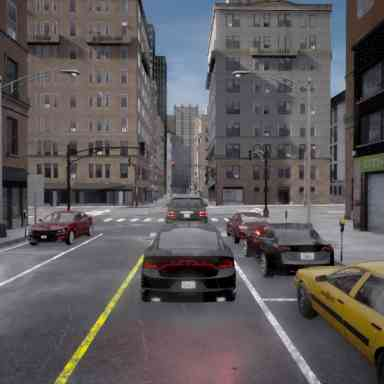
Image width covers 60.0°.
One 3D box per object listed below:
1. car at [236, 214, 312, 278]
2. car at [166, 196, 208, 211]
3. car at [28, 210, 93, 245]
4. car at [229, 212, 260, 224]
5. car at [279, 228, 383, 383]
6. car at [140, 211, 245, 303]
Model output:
[{"bbox_3d":[2.715,1.563,9.997,1.947,1.339,4.313,-1,0,-1],"label":"car"},{"bbox_3d":[-0.291,1.215,18.434,2.150,2.045,5.566,0,0,-1],"label":"car"},{"bbox_3d":[-5.919,1.539,15.442,1.887,1.381,4.507,-1,0,-1],"label":"car"},{"bbox_3d":[2.625,1.576,15.582,1.802,1.307,4.206,-1,0,-1],"label":"car"},{"bbox_3d":[2.801,1.524,4.581,1.752,1.417,4.829,-1,0,-1],"label":"car"},{"bbox_3d":[-0.083,1.475,8.304,1.882,1.535,5.008,0,0,-1],"label":"car"}]
